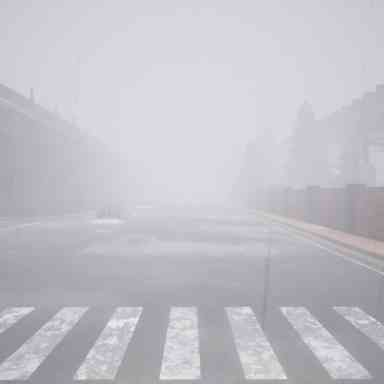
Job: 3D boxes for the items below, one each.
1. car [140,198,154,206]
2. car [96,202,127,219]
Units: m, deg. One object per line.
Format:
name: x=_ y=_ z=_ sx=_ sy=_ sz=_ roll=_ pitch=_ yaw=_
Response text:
car: x=-7.466 y=1.600 z=55.662 sx=1.895 sy=1.301 sz=4.718 roll=0 pitch=0 yaw=-1
car: x=-6.947 y=1.569 z=29.023 sx=1.994 sy=1.385 sz=4.181 roll=0 pitch=0 yaw=0
